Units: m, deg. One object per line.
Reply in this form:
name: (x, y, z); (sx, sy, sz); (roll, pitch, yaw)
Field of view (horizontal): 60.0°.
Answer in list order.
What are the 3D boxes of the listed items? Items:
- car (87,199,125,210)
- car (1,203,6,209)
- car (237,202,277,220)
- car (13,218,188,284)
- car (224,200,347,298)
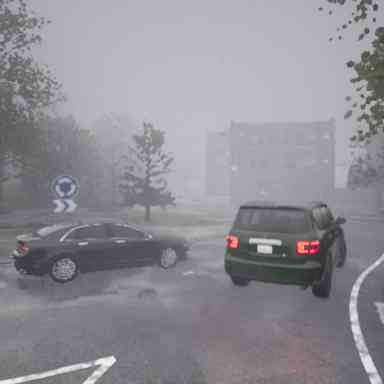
car: (-11.178, 1.649, 43.135); (4.892, 1.490, 1.837); (-1, 0, 5)
car: (-24.427, 1.582, 38.125); (5.357, 1.411, 2.033); (1, -1, -43)
car: (5.638, 1.629, 29.511); (1.895, 1.301, 4.718); (0, 0, -11)
car: (-2.415, 1.521, 9.667); (4.892, 1.490, 1.837); (0, 2, -31)
car: (2.752, 1.238, 8.982); (2.150, 2.045, 5.566); (0, 0, 29)
